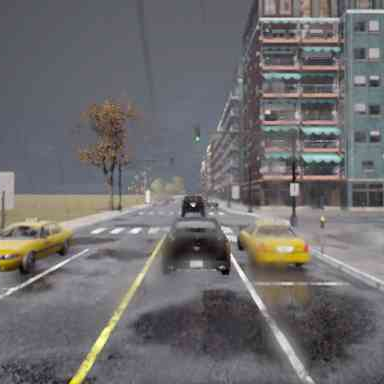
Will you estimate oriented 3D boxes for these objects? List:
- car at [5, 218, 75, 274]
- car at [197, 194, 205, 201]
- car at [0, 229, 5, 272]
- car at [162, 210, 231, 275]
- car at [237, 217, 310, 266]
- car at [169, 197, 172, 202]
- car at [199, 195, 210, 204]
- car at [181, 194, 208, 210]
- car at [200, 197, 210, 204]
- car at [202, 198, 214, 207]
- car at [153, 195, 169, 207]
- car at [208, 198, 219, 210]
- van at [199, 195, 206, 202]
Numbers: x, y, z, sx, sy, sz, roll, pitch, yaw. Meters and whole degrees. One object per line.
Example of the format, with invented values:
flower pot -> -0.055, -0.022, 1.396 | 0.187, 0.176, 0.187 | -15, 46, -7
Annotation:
car -> -5.304, 1.553, 10.758 | 1.752, 1.417, 4.829 | 1, 0, 0
car -> 2.591, 1.559, 94.818 | 2.192, 1.841, 5.009 | 1, 0, 0
car -> -5.305, 1.559, 5.392 | 1.887, 1.381, 4.507 | 1, 0, 0
car -> 0.104, 1.530, 10.491 | 1.837, 1.490, 4.892 | 0, -1, 0
car -> 2.576, 1.554, 11.524 | 1.752, 1.417, 4.829 | 1, 0, 0
car -> -5.294, 1.469, 60.369 | 2.192, 1.841, 5.009 | 1, 0, 0
car -> 2.587, 1.499, 72.174 | 2.192, 1.841, 5.009 | 1, 0, 0
car -> 0.118, 1.319, 32.329 | 2.150, 2.045, 5.566 | 1, 0, 0
car -> 2.584, 1.735, 66.512 | 1.947, 1.339, 4.313 | 1, 0, 0
car -> 2.582, 1.722, 55.190 | 1.802, 1.307, 4.206 | 1, 0, 0
car -> -5.297, 1.579, 54.714 | 1.967, 1.590, 4.097 | 1, 0, 0
car -> 2.581, 1.662, 43.868 | 2.008, 1.369, 4.403 | 1, 0, 0
van -> 2.589, 1.555, 83.495 | 1.690, 1.788, 3.998 | 1, 0, 0
